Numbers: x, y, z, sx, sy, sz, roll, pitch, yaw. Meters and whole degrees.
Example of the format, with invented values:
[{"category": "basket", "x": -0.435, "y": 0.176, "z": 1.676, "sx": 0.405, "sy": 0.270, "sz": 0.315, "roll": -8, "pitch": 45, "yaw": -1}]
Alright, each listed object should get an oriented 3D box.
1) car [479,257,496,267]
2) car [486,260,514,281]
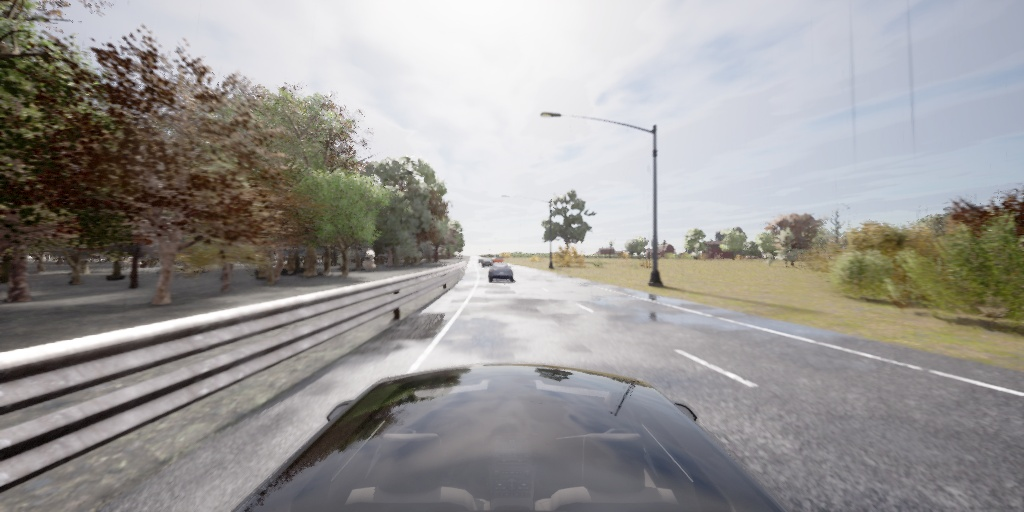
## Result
[{"category": "car", "x": -4.219, "y": 1.189, "z": 61.182, "sx": 1.812, "sy": 1.442, "sz": 4.674, "roll": 0, "pitch": 0, "yaw": -6}, {"category": "car", "x": -0.945, "y": 1.279, "z": 29.513, "sx": 1.994, "sy": 1.385, "sz": 4.181, "roll": 0, "pitch": 0, "yaw": -4}]
